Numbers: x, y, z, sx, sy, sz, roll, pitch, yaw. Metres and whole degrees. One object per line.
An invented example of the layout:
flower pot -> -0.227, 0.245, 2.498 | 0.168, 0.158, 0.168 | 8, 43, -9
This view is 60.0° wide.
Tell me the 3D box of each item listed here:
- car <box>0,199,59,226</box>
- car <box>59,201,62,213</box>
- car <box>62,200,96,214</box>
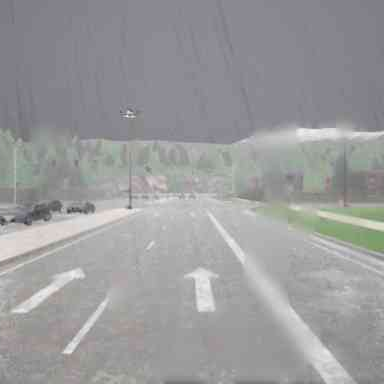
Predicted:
car -> -11.576, 1.485, 23.416 | 2.128, 1.511, 4.902 | 0, 0, 0
car -> -14.990, 1.514, 34.722 | 1.837, 1.490, 4.892 | 0, 0, 0
car -> -11.489, 1.555, 34.716 | 1.994, 1.385, 4.181 | 0, 0, 0
